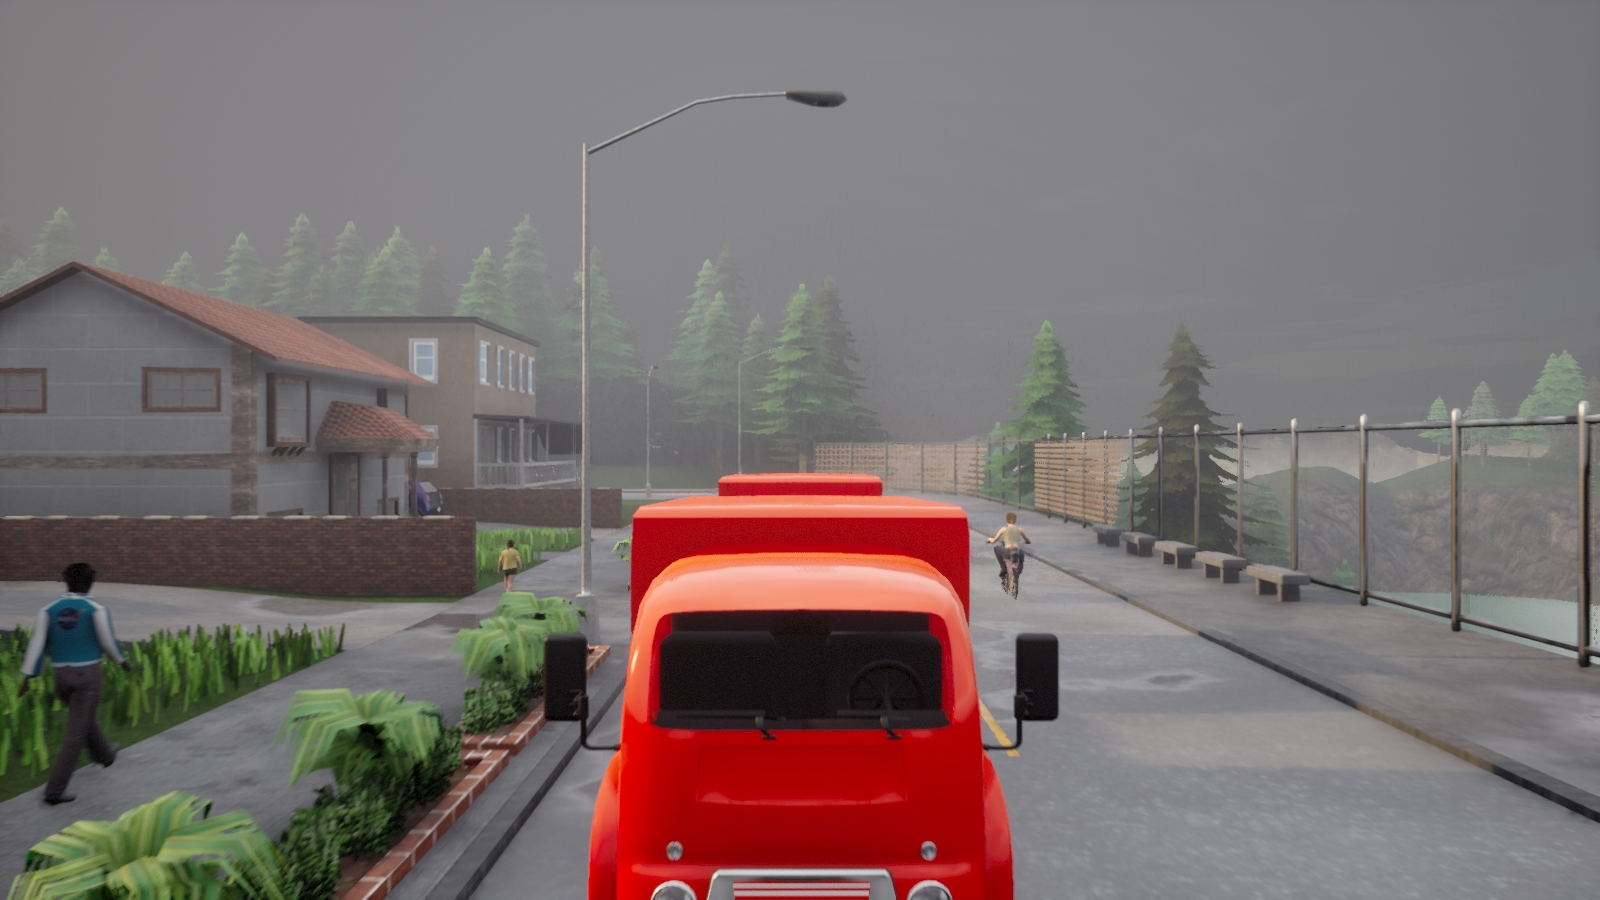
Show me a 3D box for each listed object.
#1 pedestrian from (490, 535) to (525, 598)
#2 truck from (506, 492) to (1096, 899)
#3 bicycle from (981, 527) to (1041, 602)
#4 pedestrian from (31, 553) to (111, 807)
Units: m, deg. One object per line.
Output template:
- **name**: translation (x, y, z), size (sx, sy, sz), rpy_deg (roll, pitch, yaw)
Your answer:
- **pedestrian**: translation (-5.297, 2.107, 20.725), size (0.500, 1.100, 0.500), rpy_deg (0, 0, 1)
- **truck**: translation (-0.004, 1.573, 7.694), size (2.627, 2.467, 5.204), rpy_deg (0, -1, 0)
- **bicycle**: translation (3.983, 2.141, 21.636), size (0.859, 1.276, 1.487), rpy_deg (0, 0, 0)
- **pedestrian**: translation (-5.568, 1.738, 8.736), size (0.375, 1.860, 0.375), rpy_deg (0, 0, -2)
